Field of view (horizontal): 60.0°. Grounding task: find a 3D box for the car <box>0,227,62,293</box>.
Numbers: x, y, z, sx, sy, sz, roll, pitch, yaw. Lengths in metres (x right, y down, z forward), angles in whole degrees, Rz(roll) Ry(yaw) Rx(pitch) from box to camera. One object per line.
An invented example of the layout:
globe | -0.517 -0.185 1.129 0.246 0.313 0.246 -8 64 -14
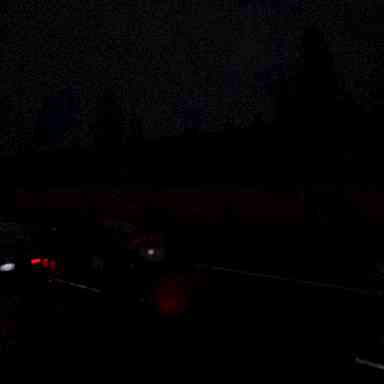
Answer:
car | -5.691 1.540 8.057 5.357 1.411 2.033 0 0 36

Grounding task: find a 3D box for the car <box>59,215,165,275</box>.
car | -3.131 1.472 10.523 5.008 1.535 1.882 0 0 36
